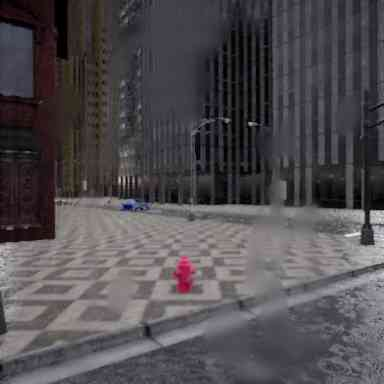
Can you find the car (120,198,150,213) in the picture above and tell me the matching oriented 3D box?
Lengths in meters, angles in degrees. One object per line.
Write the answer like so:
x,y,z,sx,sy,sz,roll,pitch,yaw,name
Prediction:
-6.628,1.508,38.368,1.882,1.535,5.008,0,0,-35,car
